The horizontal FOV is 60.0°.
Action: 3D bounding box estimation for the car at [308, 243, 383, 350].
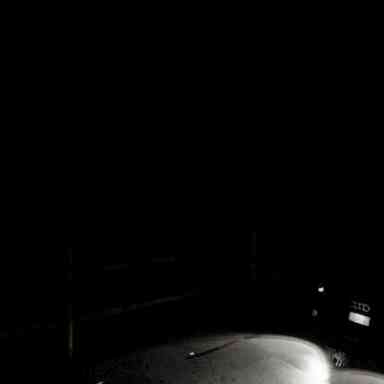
[{"bbox_3d":[3.924,1.560,5.727,4.181,1.385,1.994,0,0,-35],"label":"car"}]
